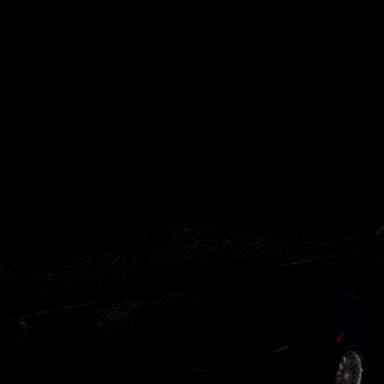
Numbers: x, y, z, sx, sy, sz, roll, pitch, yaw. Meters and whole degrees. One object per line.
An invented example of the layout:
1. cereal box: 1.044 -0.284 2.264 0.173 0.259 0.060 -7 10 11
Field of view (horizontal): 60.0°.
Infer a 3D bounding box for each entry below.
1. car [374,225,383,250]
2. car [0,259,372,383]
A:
1. car: 8.882 1.438 12.969 4.097 1.590 1.967 0 -1 -35
2. car: 0.047 1.525 3.410 4.674 1.442 1.812 0 0 -35
